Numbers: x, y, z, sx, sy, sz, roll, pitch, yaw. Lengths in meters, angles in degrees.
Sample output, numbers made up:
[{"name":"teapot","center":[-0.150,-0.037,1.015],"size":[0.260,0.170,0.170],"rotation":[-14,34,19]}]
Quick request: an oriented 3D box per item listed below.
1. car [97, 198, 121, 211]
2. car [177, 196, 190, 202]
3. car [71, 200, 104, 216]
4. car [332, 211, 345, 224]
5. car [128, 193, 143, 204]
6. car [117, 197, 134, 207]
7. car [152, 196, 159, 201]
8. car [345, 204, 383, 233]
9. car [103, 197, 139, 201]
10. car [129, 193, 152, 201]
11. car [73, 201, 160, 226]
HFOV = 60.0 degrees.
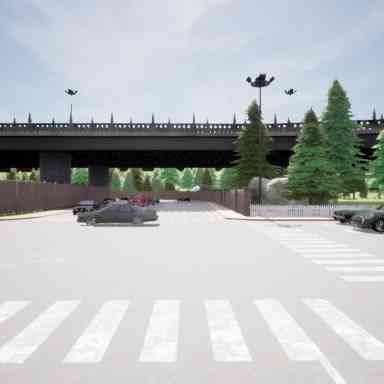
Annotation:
[{"name":"car","center":[-10.538,1.526,42.575],"size":[1.812,1.442,4.674],"rotation":[0,0,0]},{"name":"car","center":[-1.897,1.553,75.220],"size":[1.994,1.385,4.181],"rotation":[0,0,-19]},{"name":"car","center":[-10.564,1.564,33.860],"size":[1.994,1.385,4.181],"rotation":[0,0,0]},{"name":"car","center":[11.988,1.545,22.199],"size":[4.718,1.301,1.895],"rotation":[0,0,2]},{"name":"car","center":[-10.681,1.221,63.464],"size":[2.150,2.045,5.566],"rotation":[0,0,-3]},{"name":"car","center":[-10.532,1.526,52.756],"size":[1.812,1.442,4.674],"rotation":[0,0,0]},{"name":"car","center":[-7.038,1.564,53.765],"size":[1.994,1.385,4.181],"rotation":[0,0,0]},{"name":"car","center":[11.484,1.297,18.691],"size":[4.553,1.767,2.097],"rotation":[0,0,2]},{"name":"car","center":[-7.038,1.547,33.583],"size":[2.033,1.411,5.357],"rotation":[0,0,0]},{"name":"car","center":[-7.039,1.221,43.757],"size":[2.150,2.045,5.566],"rotation":[0,0,0]},{"name":"car","center":[-4.885,1.518,22.368],"size":[5.357,1.411,2.033],"rotation":[0,0,0]}]
